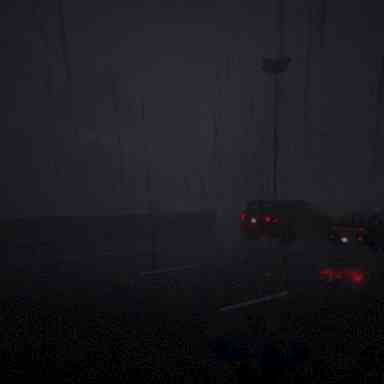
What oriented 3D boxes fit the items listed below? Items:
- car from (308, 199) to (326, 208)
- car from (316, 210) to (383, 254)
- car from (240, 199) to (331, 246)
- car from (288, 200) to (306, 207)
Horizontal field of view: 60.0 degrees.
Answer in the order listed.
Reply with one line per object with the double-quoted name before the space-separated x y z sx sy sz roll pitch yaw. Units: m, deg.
"car" 23.144 2.049 61.581 1.882 1.535 5.008 0 0 36
"car" 7.712 1.645 14.314 4.902 1.511 2.128 1 0 -40
"car" 4.790 1.365 16.425 5.566 2.045 2.150 0 0 -40
"car" 20.053 2.155 63.289 1.895 1.301 4.718 0 0 37
